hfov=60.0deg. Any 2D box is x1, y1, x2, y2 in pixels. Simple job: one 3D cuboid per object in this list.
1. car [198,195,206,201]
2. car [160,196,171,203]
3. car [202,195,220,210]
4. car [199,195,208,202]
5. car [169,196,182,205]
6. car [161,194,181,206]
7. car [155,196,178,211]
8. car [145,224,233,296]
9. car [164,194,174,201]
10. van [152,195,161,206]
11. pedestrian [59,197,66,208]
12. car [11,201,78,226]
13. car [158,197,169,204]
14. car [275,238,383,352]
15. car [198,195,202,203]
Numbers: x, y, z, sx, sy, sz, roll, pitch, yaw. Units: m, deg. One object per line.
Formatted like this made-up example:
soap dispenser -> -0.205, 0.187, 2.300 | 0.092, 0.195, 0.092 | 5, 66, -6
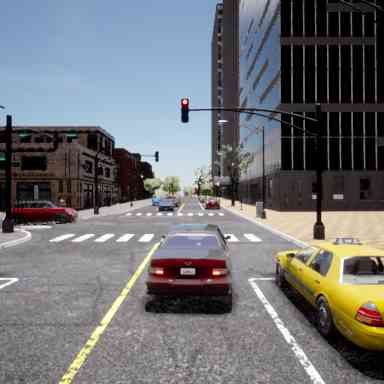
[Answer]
car -> 2.670, 1.580, 88.410 | 1.887, 1.381, 4.507 | 1, 0, 0
car -> -5.705, 1.594, 71.815 | 1.947, 1.339, 4.313 | 1, 0, 0
car -> 2.687, 1.456, 44.131 | 1.967, 1.590, 4.097 | 1, 0, 0
car -> 2.674, 1.556, 77.510 | 1.752, 1.417, 4.829 | 1, 0, 0
car -> -3.088, 1.515, 61.390 | 2.128, 1.511, 4.902 | 0, 0, 0
car -> -3.113, 1.371, 51.013 | 2.097, 1.767, 4.553 | 0, 0, 0
car -> -3.138, 1.562, 41.114 | 2.033, 1.411, 5.357 | 0, 0, -3
car -> 0.072, 1.550, 8.803 | 2.033, 1.411, 5.357 | 0, 0, 3
car -> -5.705, 1.348, 82.883 | 2.192, 1.841, 5.009 | 1, 0, 0
van -> -5.696, 1.362, 55.212 | 1.690, 1.788, 3.998 | 1, 0, 0
pedestrian -> -12.556, 1.369, 32.120 | 0.375, 1.860, 0.375 | 0, 0, 1
car -> -10.560, 1.414, 23.767 | 4.553, 1.767, 2.097 | -1, -1, -6
car -> -5.703, 1.608, 66.280 | 1.802, 1.307, 4.206 | 1, 0, 0
car -> 2.836, 1.527, 6.353 | 1.752, 1.417, 4.829 | 1, 0, 0
car -> 2.676, 1.553, 71.976 | 1.752, 1.417, 4.829 | 1, 0, 0
